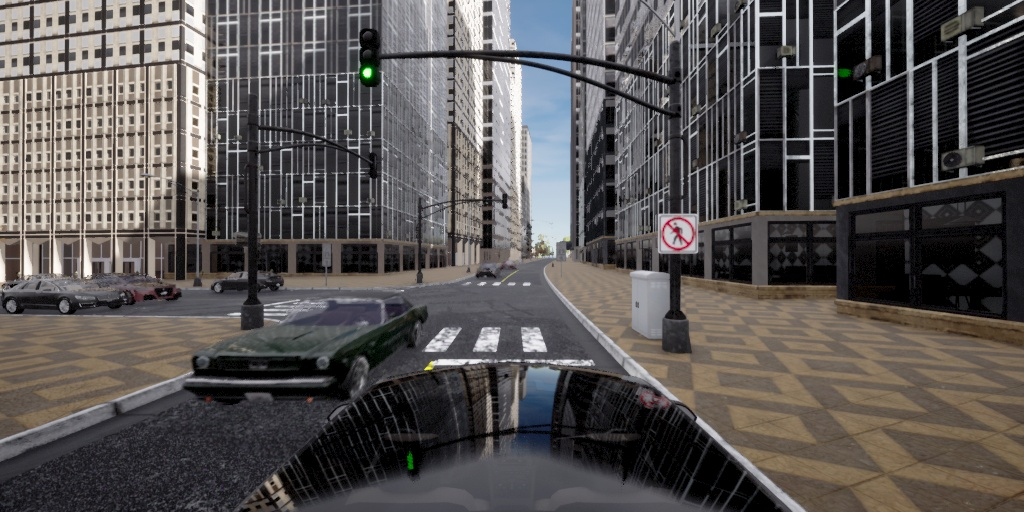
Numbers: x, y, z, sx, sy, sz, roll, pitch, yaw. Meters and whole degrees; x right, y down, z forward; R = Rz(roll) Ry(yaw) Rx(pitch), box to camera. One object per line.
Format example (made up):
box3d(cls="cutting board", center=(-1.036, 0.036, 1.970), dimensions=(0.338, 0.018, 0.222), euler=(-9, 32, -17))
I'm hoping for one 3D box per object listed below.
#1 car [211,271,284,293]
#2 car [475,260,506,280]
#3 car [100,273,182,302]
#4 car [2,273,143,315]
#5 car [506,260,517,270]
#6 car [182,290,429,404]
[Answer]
box3d(cls="car", center=(-16.847, 1.610, 22.878), dimensions=(4.403, 1.370, 2.007), euler=(0, 0, 9))
box3d(cls="car", center=(-2.017, 1.285, 31.820), dimensions=(2.033, 1.411, 5.357), euler=(0, 0, 3))
box3d(cls="car", center=(-18.421, 1.605, 17.267), dimensions=(4.181, 1.385, 1.994), euler=(-1, 0, 9))
box3d(cls="car", center=(-18.147, 1.567, 14.599), dimensions=(4.403, 1.370, 2.007), euler=(0, 0, 9))
box3d(cls="car", center=(-0.478, 1.249, 50.525), dimensions=(1.812, 1.442, 4.674), euler=(0, 0, 6))
box3d(cls="car", center=(-2.958, 1.351, 6.425), dimensions=(1.895, 1.301, 4.718), euler=(0, 0, 1))
